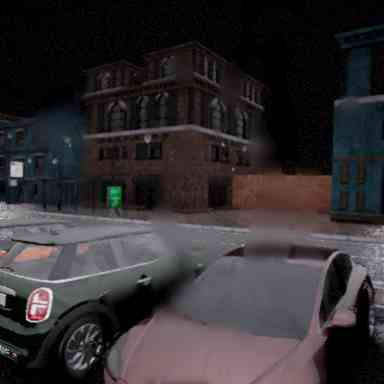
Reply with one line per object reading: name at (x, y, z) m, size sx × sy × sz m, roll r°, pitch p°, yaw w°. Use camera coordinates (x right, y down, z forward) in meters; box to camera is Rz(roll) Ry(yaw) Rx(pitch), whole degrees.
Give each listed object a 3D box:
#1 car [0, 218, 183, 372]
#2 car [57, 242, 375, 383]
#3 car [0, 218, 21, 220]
car at (-1.202, 1.371, 5.963) m, size 2.185 × 1.767 × 4.553 m, roll 0°, pitch 0°, yaw 35°
car at (1.069, 1.518, 4.347) m, size 2.163 × 1.488 × 4.792 m, roll 0°, pitch 0°, yaw 35°
car at (-3.466, 1.370, 7.576) m, size 2.185 × 1.767 × 4.553 m, roll 0°, pitch 0°, yaw 35°
